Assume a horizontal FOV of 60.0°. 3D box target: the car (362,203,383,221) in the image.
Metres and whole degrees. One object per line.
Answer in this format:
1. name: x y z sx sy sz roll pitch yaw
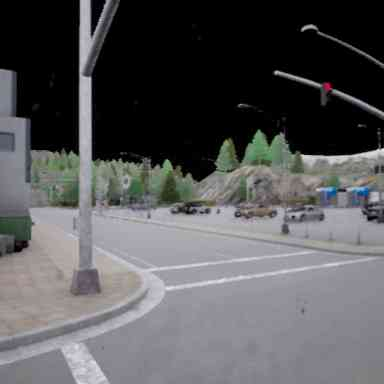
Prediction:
1. car: 18.473 2.044 31.434 4.514 1.523 2.007 0 -1 -30

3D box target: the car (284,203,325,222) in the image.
1. car: 10.533 2.035 31.154 3.806 1.475 1.970 0 -1 -30

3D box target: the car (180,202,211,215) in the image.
1. car: 0.797 2.326 47.717 3.866 1.878 1.905 0 -1 -30

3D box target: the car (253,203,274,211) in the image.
1. car: 13.381 2.797 62.308 3.633 1.501 1.845 0 -1 -30

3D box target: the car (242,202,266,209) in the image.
1. car: 14.232 3.116 76.393 5.027 1.636 2.152 0 -1 -30

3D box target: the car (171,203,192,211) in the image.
1. car: -2.089 3.095 67.333 3.806 1.475 1.970 0 -1 -30

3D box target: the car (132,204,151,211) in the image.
1. car: -10.015 3.123 66.275 3.633 1.501 1.845 0 -1 -30

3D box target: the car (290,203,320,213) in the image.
1. car: 18.261 2.542 53.591 4.514 1.523 2.007 0 -1 -30

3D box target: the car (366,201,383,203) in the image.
1. car: 23.770 2.048 42.406 4.605 1.855 1.932 0 -1 -30

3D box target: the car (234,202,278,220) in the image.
1. car: 7.093 2.104 36.581 5.027 1.636 2.152 0 -1 -30

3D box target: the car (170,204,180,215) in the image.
1. car: -0.992 2.413 50.042 4.605 1.855 1.932 0 -1 -30

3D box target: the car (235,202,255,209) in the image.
1. car: 12.643 3.198 79.097 4.514 1.523 2.007 0 -1 -30
